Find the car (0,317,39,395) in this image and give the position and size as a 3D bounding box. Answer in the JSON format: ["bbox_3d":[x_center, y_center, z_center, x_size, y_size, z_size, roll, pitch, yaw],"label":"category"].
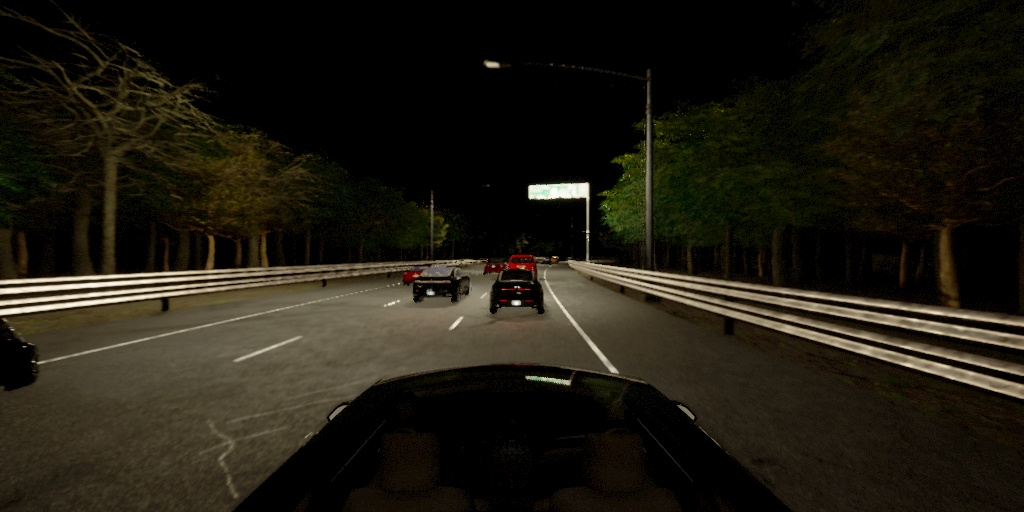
[{"bbox_3d":[-6.956,0.956,1.959,2.150,2.045,5.566,0,0,0],"label":"car"}]

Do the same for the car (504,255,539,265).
[{"bbox_3d":[0.849,0.969,27.143,2.150,2.045,5.566,0,0,4],"label":"car"}]

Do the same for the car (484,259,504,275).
[{"bbox_3d":[-1.665,1.087,38.481,2.097,1.767,4.553,0,0,5],"label":"car"}]

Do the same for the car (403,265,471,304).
[{"bbox_3d":[-3.086,1.233,16.475,2.128,1.511,4.902,0,0,2],"label":"car"}]

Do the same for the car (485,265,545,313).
[{"bbox_3d":[0.220,1.254,13.930,1.837,1.490,4.892,0,0,2],"label":"car"}]
